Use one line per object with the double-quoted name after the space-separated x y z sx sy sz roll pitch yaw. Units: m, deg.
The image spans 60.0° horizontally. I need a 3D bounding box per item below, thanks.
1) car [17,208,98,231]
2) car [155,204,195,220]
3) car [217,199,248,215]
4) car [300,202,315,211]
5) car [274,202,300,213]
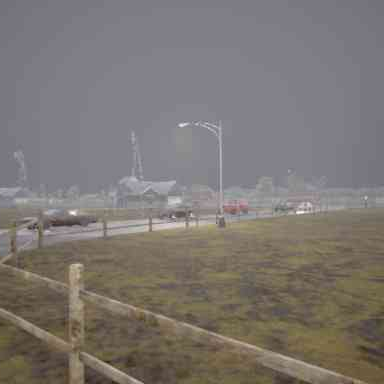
-9.045 1.817 22.820 2.033 1.411 5.357 -2 -2 34 "car"
-1.613 1.984 33.277 1.837 1.490 4.892 -2 -2 35 "car"
5.271 1.903 42.895 2.150 2.045 5.566 -2 -2 36 "car"
19.449 2.455 56.335 1.812 1.442 4.674 -2 -2 36 "car"
13.429 2.244 47.932 1.837 1.490 4.892 -2 -2 36 "car"
